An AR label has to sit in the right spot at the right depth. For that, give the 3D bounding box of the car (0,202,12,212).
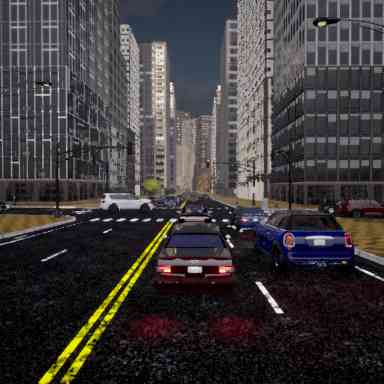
[{"bbox_3d":[-21.241,1.316,34.237,4.902,1.511,2.128,0,1,1],"label":"car"}]

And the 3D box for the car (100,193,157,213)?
[{"bbox_3d":[-7.028,1.149,35.665,5.566,2.045,2.150,0,1,-21],"label":"car"}]

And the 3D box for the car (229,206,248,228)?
[{"bbox_3d":[3.390,1.536,20.277,2.033,1.411,5.357,0,0,0],"label":"car"}]

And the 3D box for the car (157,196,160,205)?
[{"bbox_3d":[-6.493,1.466,52.442,1.837,1.490,4.892,0,0,0],"label":"car"}]

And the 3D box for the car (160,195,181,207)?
[{"bbox_3d":[-3.224,1.315,50.602,2.097,1.767,4.553,0,0,-1],"label":"car"}]

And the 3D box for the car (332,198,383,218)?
[{"bbox_3d":[16.260,1.517,30.950,5.009,1.841,2.192,1,0,1],"label":"car"}]

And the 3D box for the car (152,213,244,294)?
[{"bbox_3d":[0.110,1.543,8.923,2.033,1.411,5.357,0,0,1],"label":"car"}]

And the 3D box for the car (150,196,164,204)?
[{"bbox_3d":[-6.440,1.497,62.322,2.033,1.411,5.357,0,0,0],"label":"car"}]

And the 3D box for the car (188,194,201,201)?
[{"bbox_3d":[0.228,1.545,65.960,1.895,1.301,4.718,0,0,0],"label":"car"}]

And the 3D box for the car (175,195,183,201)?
[{"bbox_3d":[-3.097,1.426,79.577,1.837,1.490,4.892,0,0,0],"label":"car"}]

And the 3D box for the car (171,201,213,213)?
[{"bbox_3d":[0.136,1.481,18.668,2.128,1.511,4.902,0,0,0],"label":"car"}]

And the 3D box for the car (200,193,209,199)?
[{"bbox_3d":[3.429,1.093,92.152,2.097,1.767,4.553,0,0,0],"label":"car"}]

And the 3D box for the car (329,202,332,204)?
[{"bbox_3d":[16.485,1.614,36.758,4.892,1.490,1.837,0,1,-1],"label":"car"}]

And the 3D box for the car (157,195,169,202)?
[{"bbox_3d":[-6.360,1.475,72.992,2.033,1.411,5.357,0,0,0],"label":"car"}]

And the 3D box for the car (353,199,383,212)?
[{"bbox_3d":[21.885,1.640,39.226,4.829,1.417,1.752,1,0,1],"label":"car"}]

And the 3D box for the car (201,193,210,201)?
[{"bbox_3d":[3.409,1.392,81.763,1.882,1.535,5.008,0,0,0],"label":"car"}]

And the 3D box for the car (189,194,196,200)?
[{"bbox_3d":[0.179,1.405,92.191,1.837,1.490,4.892,0,0,0],"label":"car"}]

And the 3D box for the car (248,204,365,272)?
[{"bbox_3d":[3.370,1.347,10.892,2.097,1.767,4.553,0,0,0],"label":"car"}]
